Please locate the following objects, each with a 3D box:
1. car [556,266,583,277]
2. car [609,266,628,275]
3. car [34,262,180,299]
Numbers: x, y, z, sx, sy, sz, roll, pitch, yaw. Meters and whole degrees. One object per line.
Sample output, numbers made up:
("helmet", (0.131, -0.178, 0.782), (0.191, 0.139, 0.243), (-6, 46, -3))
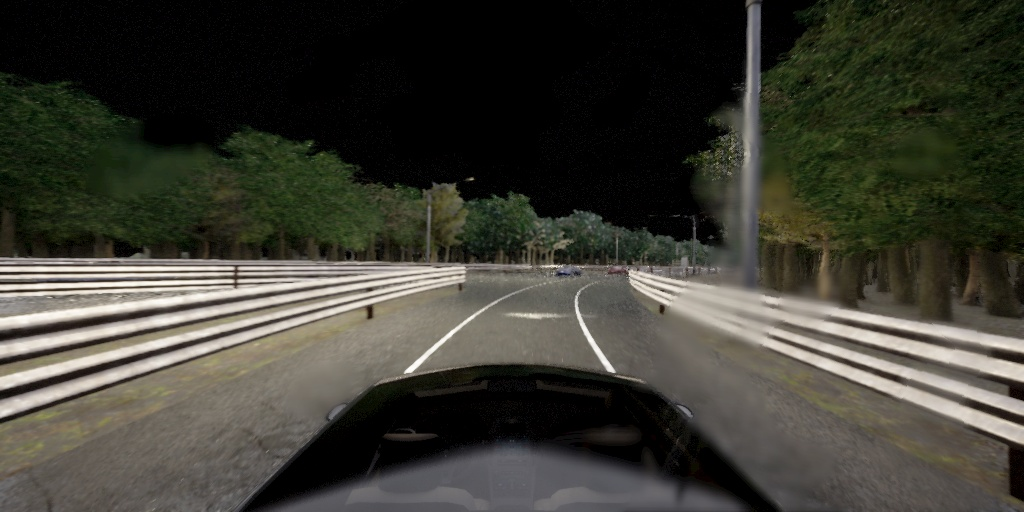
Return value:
("car", (7.433, 1.937, 45.857), (1.994, 1.385, 4.181), (0, -1, 38))
("car", (17.296, 2.328, 58.449), (1.812, 1.442, 4.674), (0, -1, 38))
("car", (-16.692, 0.955, 15.058), (1.994, 1.385, 4.181), (0, -1, 38))
